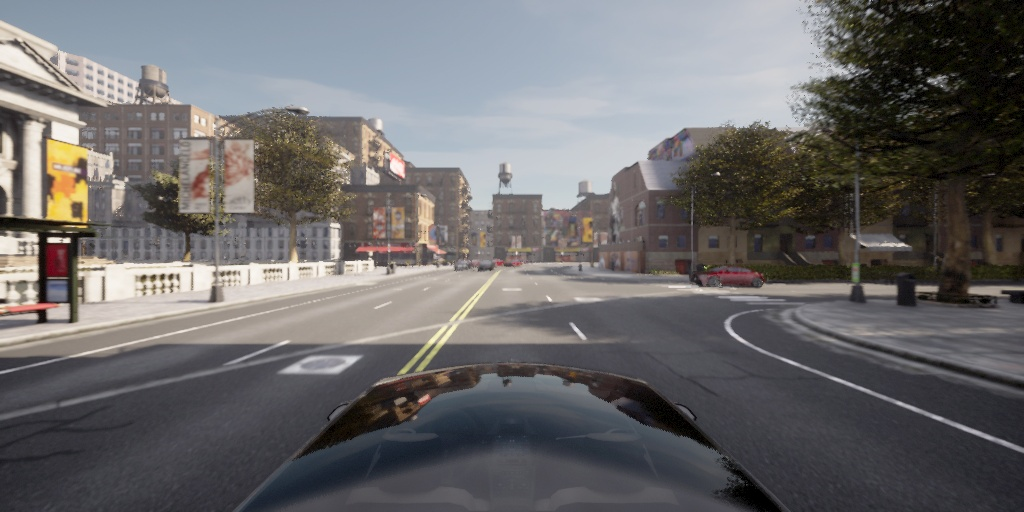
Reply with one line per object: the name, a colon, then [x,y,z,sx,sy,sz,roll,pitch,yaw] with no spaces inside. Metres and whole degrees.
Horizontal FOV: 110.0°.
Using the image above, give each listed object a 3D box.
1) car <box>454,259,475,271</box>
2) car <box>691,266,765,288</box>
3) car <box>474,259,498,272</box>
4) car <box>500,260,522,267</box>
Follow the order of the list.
car: [-6.715,1.264,49.553,2.128,1.511,4.902,0,0,4]
car: [14.146,1.325,23.623,4.181,1.385,1.994,0,0,4]
car: [-3.359,1.250,47.352,1.882,1.535,5.008,0,0,3]
car: [0.114,1.381,64.320,1.895,1.301,4.718,0,0,22]
